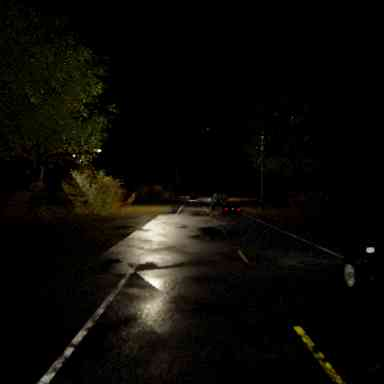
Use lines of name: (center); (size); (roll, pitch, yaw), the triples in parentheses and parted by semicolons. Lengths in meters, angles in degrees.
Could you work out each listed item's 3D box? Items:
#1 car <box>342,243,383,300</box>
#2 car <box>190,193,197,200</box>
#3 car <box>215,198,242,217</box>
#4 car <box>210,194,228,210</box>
car: (4.566, 1.512, 6.116); (1.882, 1.535, 5.008); (0, 0, 0)
car: (0.416, 1.474, 91.301); (1.882, 1.535, 5.008); (0, 0, 0)
car: (3.709, 1.597, 32.488); (2.033, 1.411, 5.357); (0, 0, 1)
car: (3.716, 1.276, 44.955); (2.150, 2.045, 5.566); (0, 0, 0)
